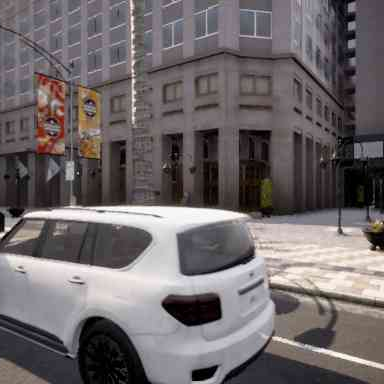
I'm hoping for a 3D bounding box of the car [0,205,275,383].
[{"bbox_3d":[-1.556,1.224,5.122,5.566,2.045,2.150,0,0,34],"label":"car"}]

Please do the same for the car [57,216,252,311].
[{"bbox_3d":[-1.109,1.513,8.579,4.786,1.482,2.161,0,0,35],"label":"car"}]
